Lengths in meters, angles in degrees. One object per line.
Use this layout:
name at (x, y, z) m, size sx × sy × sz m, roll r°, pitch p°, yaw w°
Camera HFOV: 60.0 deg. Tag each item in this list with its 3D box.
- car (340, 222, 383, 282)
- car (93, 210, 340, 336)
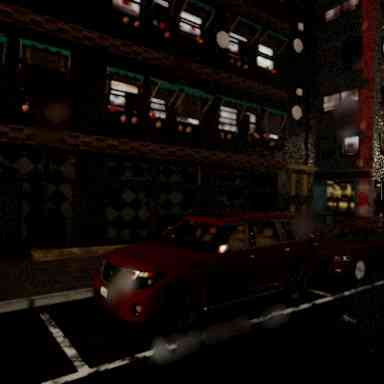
car at (5.084, 1.646, 10.169) m, size 4.507 × 1.381 × 1.887 m, roll 1°, pitch 1°, yaw -35°
car at (0.603, 1.360, 6.966) m, size 5.009 × 1.841 × 2.192 m, roll 1°, pitch 1°, yaw -35°
